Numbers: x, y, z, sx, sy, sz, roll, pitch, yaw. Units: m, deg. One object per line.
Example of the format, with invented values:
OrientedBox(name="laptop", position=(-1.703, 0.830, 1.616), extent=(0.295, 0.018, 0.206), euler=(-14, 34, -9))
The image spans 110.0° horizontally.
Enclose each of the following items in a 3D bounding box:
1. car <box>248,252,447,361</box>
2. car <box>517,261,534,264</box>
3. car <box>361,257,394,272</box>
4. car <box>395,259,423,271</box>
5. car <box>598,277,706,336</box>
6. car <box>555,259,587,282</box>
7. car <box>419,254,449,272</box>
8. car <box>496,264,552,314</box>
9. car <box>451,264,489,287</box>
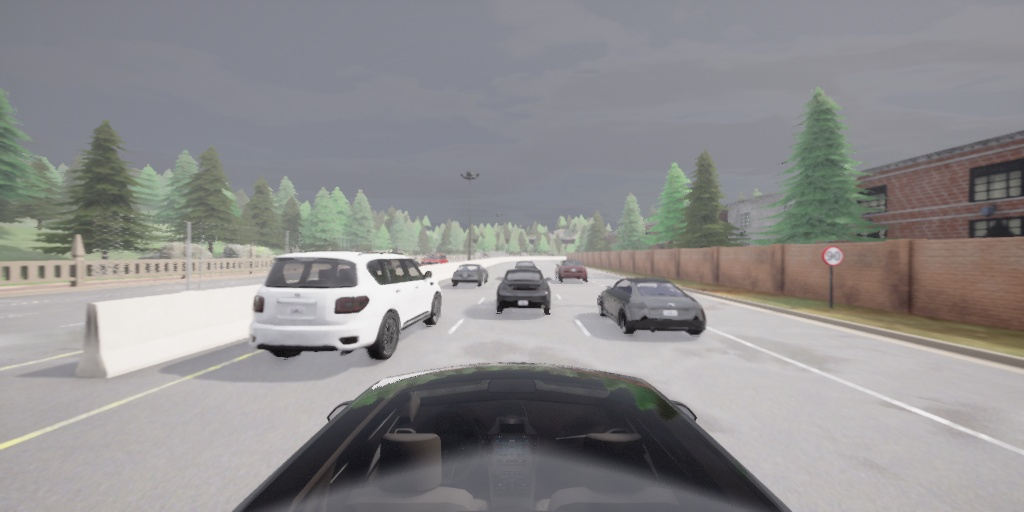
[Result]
OrientedBox(name="car", position=(-3.266, 0.929, 8.368), extent=(2.150, 2.045, 5.566), euler=(0, 1, 3))
OrientedBox(name="car", position=(1.122, 1.129, 30.051), extent=(1.882, 1.535, 5.008), euler=(0, 0, 3))
OrientedBox(name="car", position=(-16.031, 0.975, 42.917), extent=(1.882, 1.535, 5.008), euler=(0, 0, 3))
OrientedBox(name="car", position=(-12.494, 1.081, 43.683), extent=(1.994, 1.385, 4.181), euler=(0, 0, 3))
OrientedBox(name="car", position=(3.822, 1.305, 10.471), extent=(1.994, 1.385, 4.181), euler=(0, 0, 2))
OrientedBox(name="car", position=(4.538, 1.032, 28.072), extent=(2.097, 1.767, 4.553), euler=(0, 0, 3))
OrientedBox(name="car", position=(-9.062, 0.765, 42.104), extent=(2.150, 2.045, 5.566), euler=(0, 0, 3))
OrientedBox(name="car", position=(0.448, 1.213, 13.626), extent=(1.837, 1.490, 4.892), euler=(0, 0, 2))
OrientedBox(name="car", position=(-2.668, 1.199, 23.748), extent=(2.033, 1.411, 5.357), euler=(0, 0, 3))
